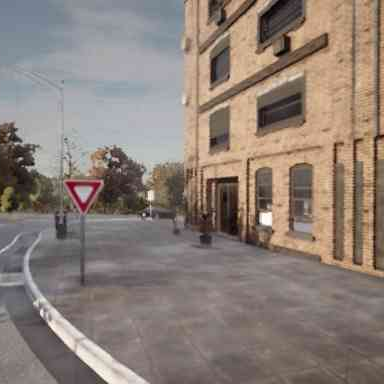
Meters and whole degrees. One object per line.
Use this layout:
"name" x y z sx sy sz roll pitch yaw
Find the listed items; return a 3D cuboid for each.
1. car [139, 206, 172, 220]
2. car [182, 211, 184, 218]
"car" -3.784 2.360 36.727 1.882 1.535 5.008 0 -4 30
"car" 0.534 3.121 50.149 2.097 1.767 4.553 0 -4 33
